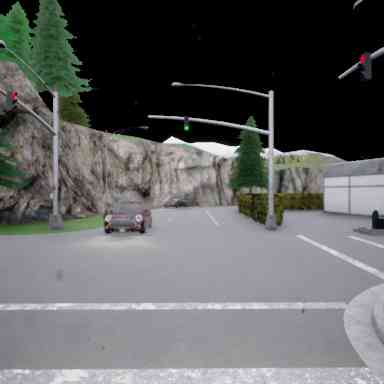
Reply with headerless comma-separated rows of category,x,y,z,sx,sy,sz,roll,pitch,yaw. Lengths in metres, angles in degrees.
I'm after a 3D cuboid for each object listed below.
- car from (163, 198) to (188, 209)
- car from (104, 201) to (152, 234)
car,-2.172,1.513,45.615,1.812,1.442,4.674,-1,-1,27
car,-3.523,1.341,19.020,2.097,1.767,4.553,0,0,0
